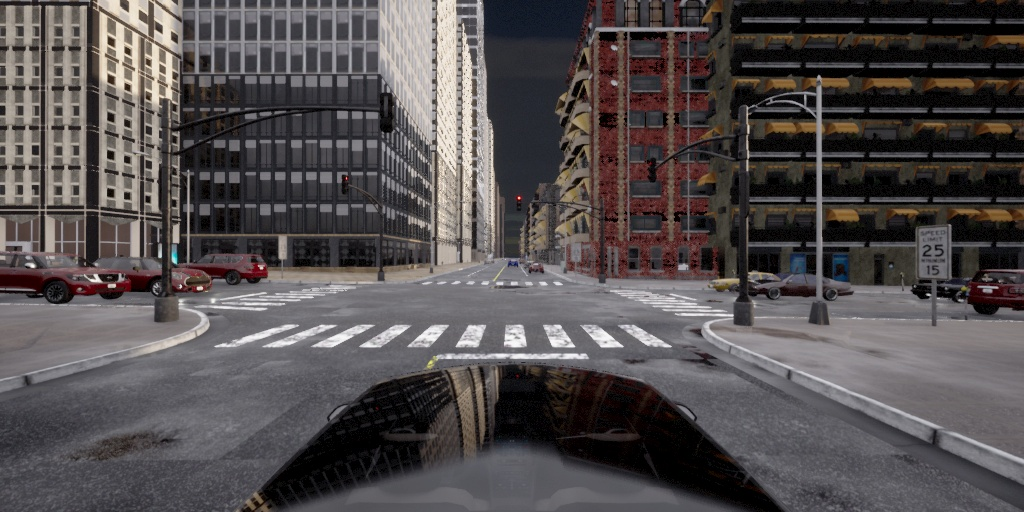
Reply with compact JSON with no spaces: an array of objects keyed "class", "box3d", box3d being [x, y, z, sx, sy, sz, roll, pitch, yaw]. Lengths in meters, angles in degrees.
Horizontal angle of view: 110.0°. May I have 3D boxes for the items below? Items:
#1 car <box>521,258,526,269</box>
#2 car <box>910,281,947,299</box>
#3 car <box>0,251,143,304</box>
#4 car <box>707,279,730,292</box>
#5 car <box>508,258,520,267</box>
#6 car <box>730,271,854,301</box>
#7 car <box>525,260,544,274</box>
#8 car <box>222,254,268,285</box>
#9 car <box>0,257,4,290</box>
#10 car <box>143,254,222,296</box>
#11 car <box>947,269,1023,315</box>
[{"class":"car","box3d":[2.766,1.313,54.686,2.007,1.370,4.403,0,0,0]},{"class":"car","box3d":[24.889,1.837,19.539,4.718,1.301,1.895,1,0,-1]},{"class":"car","box3d":[-17.558,0.756,13.439,5.009,1.841,2.192,0,0,0]},{"class":"car","box3d":[14.660,1.585,22.055,4.829,1.417,1.751,0,0,0]},{"class":"car","box3d":[0.191,1.246,65.122,1.882,1.535,5.008,0,0,0]},{"class":"car","box3d":[15.259,1.609,19.468,5.357,1.411,2.033,1,0,0]},{"class":"car","box3d":[2.798,1.338,41.769,1.802,1.307,4.207,0,0,0]},{"class":"car","box3d":[-17.681,0.774,21.819,5.009,1.841,2.192,0,0,0]},{"class":"car","box3d":[-26.477,0.759,15.964,5.008,1.535,1.882,1,0,0]},{"class":"car","box3d":[-16.268,0.824,16.074,4.553,1.767,2.097,1,0,-2]},{"class":"car","box3d":[20.616,1.460,13.750,5.009,1.841,2.192,0,0,0]}]
